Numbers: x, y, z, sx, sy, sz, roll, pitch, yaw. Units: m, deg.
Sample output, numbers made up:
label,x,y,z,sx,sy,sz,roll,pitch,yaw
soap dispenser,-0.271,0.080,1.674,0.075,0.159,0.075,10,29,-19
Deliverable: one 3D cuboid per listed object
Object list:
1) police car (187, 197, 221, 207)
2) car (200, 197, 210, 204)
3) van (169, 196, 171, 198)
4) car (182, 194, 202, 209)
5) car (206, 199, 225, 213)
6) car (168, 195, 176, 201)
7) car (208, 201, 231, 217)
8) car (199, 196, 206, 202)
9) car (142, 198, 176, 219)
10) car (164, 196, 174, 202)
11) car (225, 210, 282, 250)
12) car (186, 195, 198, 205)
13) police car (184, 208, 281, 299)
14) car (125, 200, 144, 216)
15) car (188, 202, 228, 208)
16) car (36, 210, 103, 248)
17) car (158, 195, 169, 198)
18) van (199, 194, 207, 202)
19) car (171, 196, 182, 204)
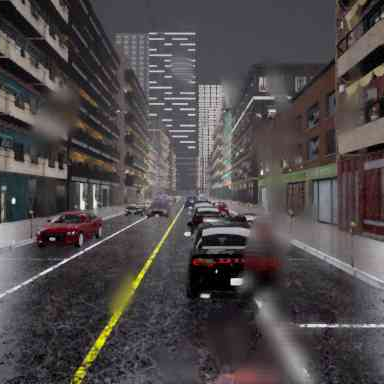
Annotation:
label,x,y,z,sx,sy,sz,roll,pitch,yaw
police car,0.831,1.436,24.630,1.930,1.638,5.238,0,0,0
car,2.586,1.641,66.114,1.802,1.307,4.206,0,0,0
van,-5.293,1.391,60.416,1.690,1.788,3.998,1,0,0
car,0.024,1.382,46.106,2.097,1.767,4.553,0,0,0
car,2.581,1.567,37.667,1.887,1.381,4.507,1,0,0
car,-5.288,1.652,88.866,1.887,1.381,4.507,0,0,0
car,2.579,1.599,31.977,1.802,1.307,4.206,1,0,0
car,2.591,1.620,83.353,1.752,1.417,4.829,0,0,0
car,-2.845,1.562,29.722,2.033,1.411,5.357,0,0,0
car,-5.291,1.627,77.486,1.887,1.381,4.507,0,0,0
car,2.575,1.587,14.907,1.802,1.307,4.206,1,0,0
car,0.014,1.400,59.545,2.097,1.767,4.553,0,0,0
police car,0.827,1.427,8.629,1.930,1.638,5.238,0,0,0
car,-5.301,1.568,31.967,2.008,1.369,4.403,1,0,0
car,0.829,1.512,18.521,1.837,1.490,4.892,0,0,0
car,-5.304,1.550,14.897,1.887,1.381,4.507,1,0,0
car,-5.296,1.586,54.727,1.887,1.381,4.507,1,0,0
van,2.591,1.423,77.494,1.690,1.788,3.998,0,0,0
car,-2.735,1.547,63.903,2.128,1.511,4.902,0,0,0
